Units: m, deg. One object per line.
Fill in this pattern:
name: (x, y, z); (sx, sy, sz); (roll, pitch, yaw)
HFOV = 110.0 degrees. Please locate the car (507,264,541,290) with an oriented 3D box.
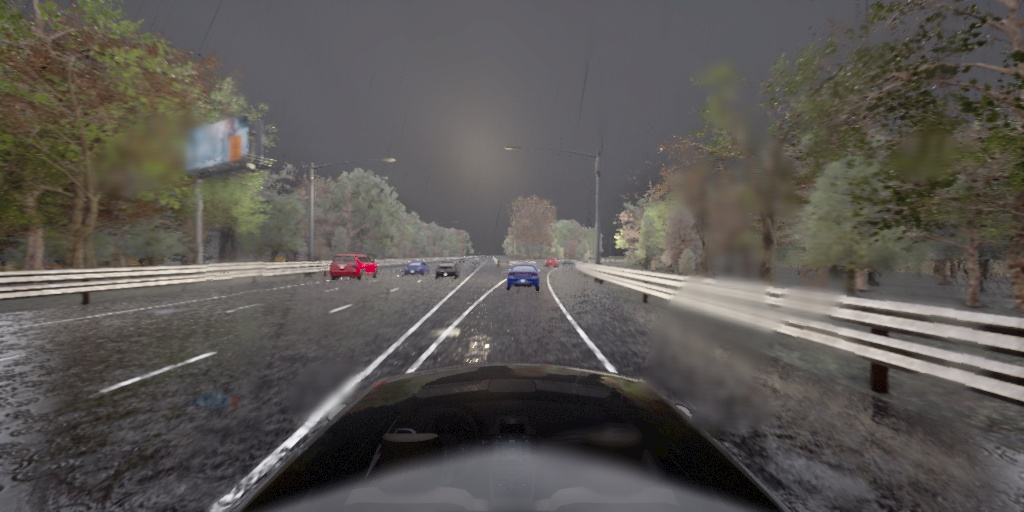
car: (0.767, 1.240, 22.527); (1.882, 1.535, 5.008); (0, 0, 4)

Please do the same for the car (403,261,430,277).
car: (-9.225, 1.223, 35.001); (1.812, 1.442, 4.674); (0, 0, -3)

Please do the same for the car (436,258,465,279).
car: (-5.528, 1.225, 31.550); (1.837, 1.490, 4.892); (0, 0, -3)

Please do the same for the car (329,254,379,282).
car: (-12.367, 0.898, 28.443); (2.150, 2.045, 5.566); (0, 0, -3)
